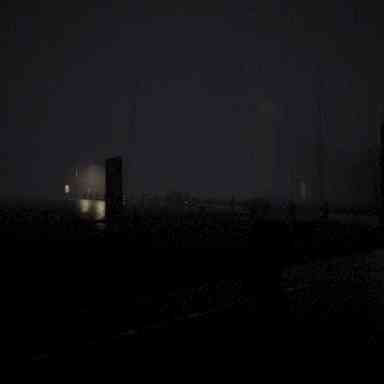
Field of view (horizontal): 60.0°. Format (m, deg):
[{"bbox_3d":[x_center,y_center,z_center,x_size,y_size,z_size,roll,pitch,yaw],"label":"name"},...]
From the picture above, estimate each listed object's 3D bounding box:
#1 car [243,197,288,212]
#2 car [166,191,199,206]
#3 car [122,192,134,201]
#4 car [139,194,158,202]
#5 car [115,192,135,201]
[{"bbox_3d":[7.126,1.268,32.730,2.128,1.511,4.902,-1,1,-36],"label":"car"},{"bbox_3d":[-1.422,0.862,44.613,2.150,2.045,5.566,-1,1,-36],"label":"car"},{"bbox_3d":[-12.278,0.807,59.862,2.097,1.767,4.553,-1,1,-35],"label":"car"},{"bbox_3d":[-7.561,0.999,58.102,1.812,1.442,4.674,-1,1,-35],"label":"car"},{"bbox_3d":[-13.401,0.852,66.150,1.882,1.535,5.008,-1,1,-36],"label":"car"}]
